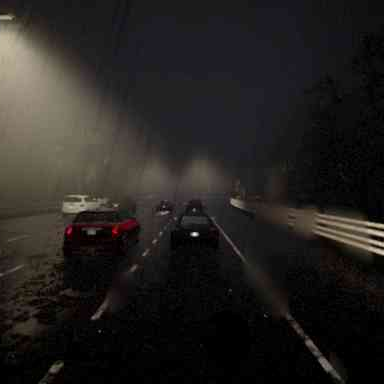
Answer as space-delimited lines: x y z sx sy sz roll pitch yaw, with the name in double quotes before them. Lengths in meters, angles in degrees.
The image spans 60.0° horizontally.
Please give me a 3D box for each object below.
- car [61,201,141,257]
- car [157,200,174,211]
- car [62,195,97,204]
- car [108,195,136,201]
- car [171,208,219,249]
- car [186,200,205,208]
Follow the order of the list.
"car" -3.391 1.399 13.372 2.097 1.767 4.553 0 0 0
"car" -3.371 1.714 42.403 1.994 1.385 4.181 0 0 0
"car" -10.379 1.334 31.312 2.150 2.045 5.566 0 0 0
"car" -6.877 1.339 32.702 2.150 2.045 5.566 0 0 0
"car" 0.109 1.617 14.959 1.994 1.385 4.181 0 0 0
"car" 0.349 1.639 37.950 1.837 1.490 4.892 0 0 2
